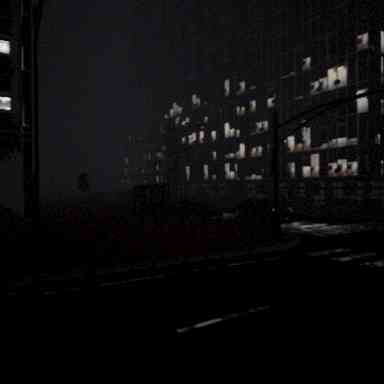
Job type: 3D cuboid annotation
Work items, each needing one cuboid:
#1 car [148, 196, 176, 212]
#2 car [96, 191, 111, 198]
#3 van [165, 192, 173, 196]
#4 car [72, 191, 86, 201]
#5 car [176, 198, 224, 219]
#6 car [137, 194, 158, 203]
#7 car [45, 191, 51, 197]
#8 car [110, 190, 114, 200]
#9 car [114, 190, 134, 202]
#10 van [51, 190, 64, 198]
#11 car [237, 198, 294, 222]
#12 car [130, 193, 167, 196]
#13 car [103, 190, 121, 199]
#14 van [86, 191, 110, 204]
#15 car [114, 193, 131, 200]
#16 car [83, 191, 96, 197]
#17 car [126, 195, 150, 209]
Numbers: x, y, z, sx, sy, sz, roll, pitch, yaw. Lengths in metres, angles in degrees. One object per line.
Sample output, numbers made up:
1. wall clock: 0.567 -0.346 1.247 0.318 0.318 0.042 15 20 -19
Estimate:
1. car: -2.275 1.397 32.459 1.802 1.307 4.206 0 1 -33
2. car: -20.022 0.599 75.166 1.967 1.590 4.097 0 1 -33
3. van: -4.484 0.861 51.371 1.690 1.788 3.998 0 1 -33
4. car: -20.825 0.939 61.069 2.008 1.369 4.403 0 1 -33
5. car: 0.818 1.451 27.688 1.947 1.339 4.313 0 1 -33
6. car: -7.593 1.030 56.133 1.802 1.307 4.206 0 1 -33
7. car: -33.253 0.538 80.102 1.967 1.590 4.097 0 1 -33
8. car: -16.487 0.844 65.007 1.812 1.442 4.674 -1 1 -33
9. car: -10.696 0.674 56.130 2.150 2.045 5.566 -1 1 -33
10. van: -30.145 0.512 75.343 1.690 1.788 3.998 0 1 -33
11. car: 5.528 1.264 25.468 2.097 1.767 4.553 -1 1 -34
12. car: -5.734 1.207 42.697 2.033 1.411 5.357 -1 1 -33
13. car: -16.913 0.547 70.406 2.192 1.841 5.009 0 1 -33
14. van: -14.608 0.873 51.550 1.690 1.788 3.998 0 1 -33
15. car: -13.807 0.886 65.651 1.802 1.307 4.206 0 1 -33
16. car: -26.237 0.565 84.684 2.008 1.369 4.403 0 1 -33
17. car: -5.334 1.310 37.248 1.947 1.339 4.313 0 1 -33
